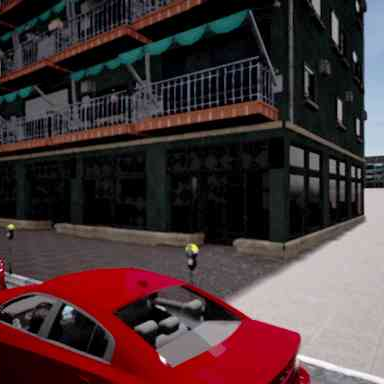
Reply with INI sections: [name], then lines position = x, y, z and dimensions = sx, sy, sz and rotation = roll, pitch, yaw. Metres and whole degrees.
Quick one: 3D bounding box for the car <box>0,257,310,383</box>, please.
[car]
position = -1.089, 1.546, 3.651
dimensions = 4.507, 1.381, 1.887
rotation = 0, 0, 35
